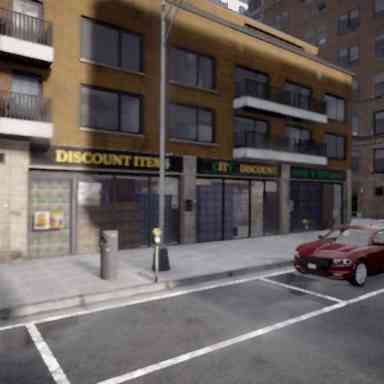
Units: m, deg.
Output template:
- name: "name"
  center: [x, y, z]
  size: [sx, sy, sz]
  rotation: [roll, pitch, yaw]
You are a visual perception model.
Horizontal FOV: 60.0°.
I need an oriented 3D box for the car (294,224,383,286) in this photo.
- name: "car"
  center: [4.844, 1.640, 9.651]
  size: [4.507, 1.381, 1.887]
  rotation: [1, 0, -36]
